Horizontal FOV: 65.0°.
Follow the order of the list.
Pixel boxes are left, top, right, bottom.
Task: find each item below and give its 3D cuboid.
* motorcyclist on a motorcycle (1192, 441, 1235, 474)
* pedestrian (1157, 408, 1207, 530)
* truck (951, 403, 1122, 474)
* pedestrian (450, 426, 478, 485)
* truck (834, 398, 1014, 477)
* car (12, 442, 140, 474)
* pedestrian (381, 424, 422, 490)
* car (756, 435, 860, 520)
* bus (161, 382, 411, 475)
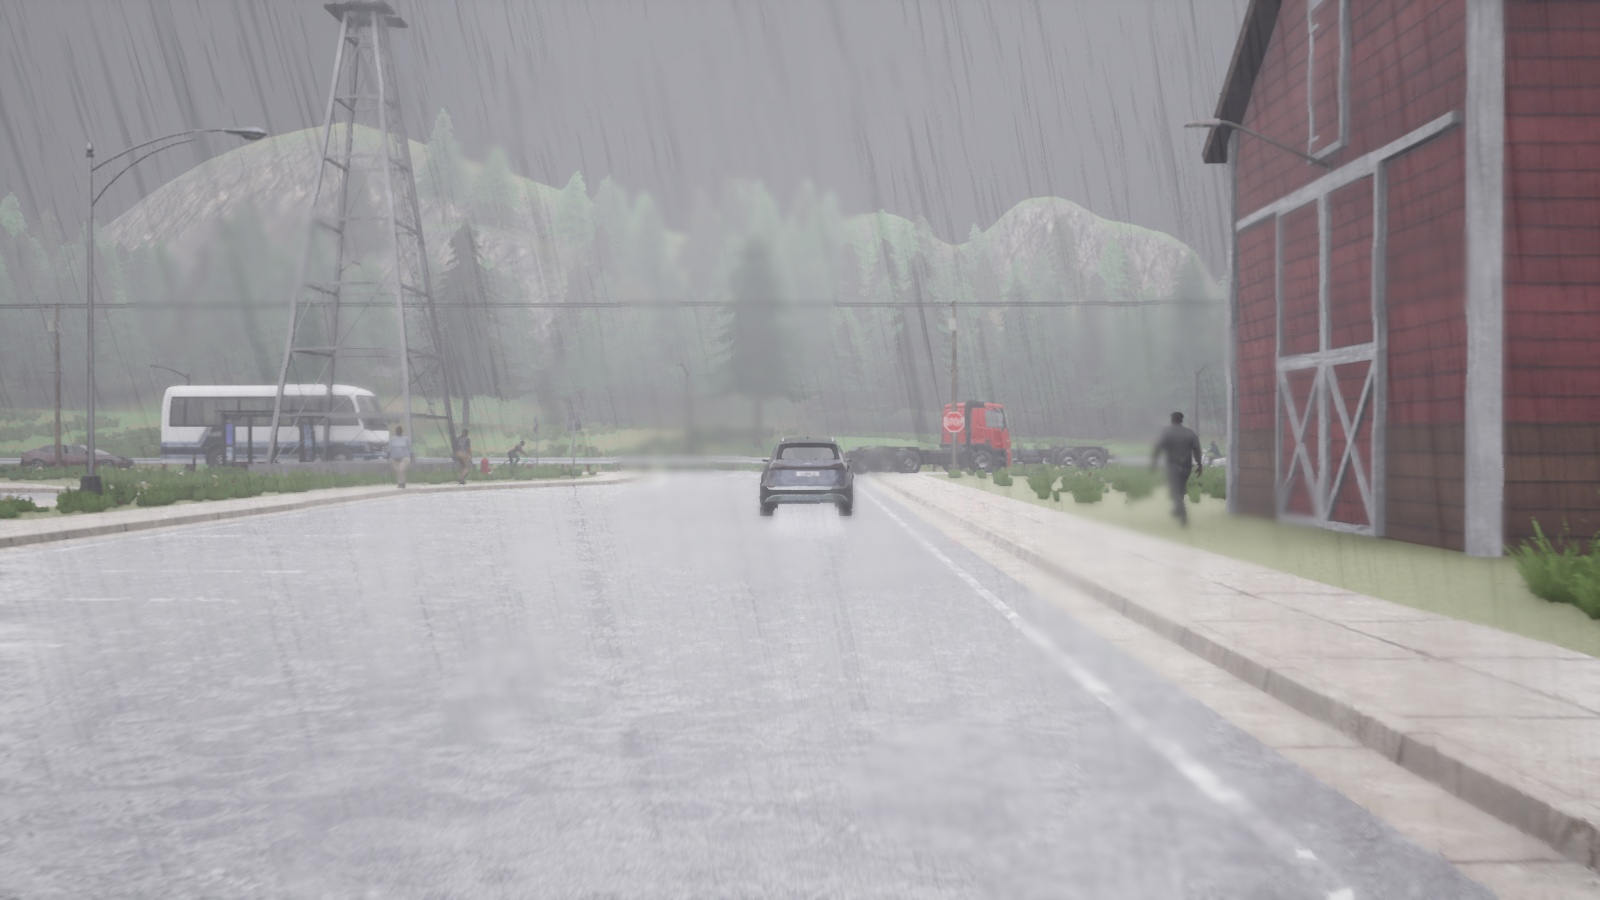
[{"bbox_3d":[20.447,0.366,62.113,1.817,1.590,0.866,0,0,1],"label":"motorcyclist on a motorcycle"},{"bbox_3d":[6.025,0.289,19.840,0.563,1.883,0.849,0,0,2],"label":"pedestrian"},{"bbox_3d":[11.633,-0.576,62.315,7.936,3.462,2.891,0,0,1],"label":"truck"},{"bbox_3d":[-10.702,0.168,40.008,0.540,1.848,0.694,0,0,28],"label":"pedestrian"},{"bbox_3d":[5.761,-0.559,58.072,7.936,3.462,2.891,0,0,-25],"label":"truck"},{"bbox_3d":[-34.425,0.381,59.823,4.792,1.488,2.163,0,0,-9],"label":"car"},{"bbox_3d":[-11.349,0.191,35.785,0.874,1.855,0.900,0,0,2],"label":"pedestrian"},{"bbox_3d":[0.168,0.525,26.999,2.033,1.649,4.856,0,0,0],"label":"car"},{"bbox_3d":[-24.225,-0.986,59.645,10.273,4.253,3.944,0,0,1],"label":"bus"}]
